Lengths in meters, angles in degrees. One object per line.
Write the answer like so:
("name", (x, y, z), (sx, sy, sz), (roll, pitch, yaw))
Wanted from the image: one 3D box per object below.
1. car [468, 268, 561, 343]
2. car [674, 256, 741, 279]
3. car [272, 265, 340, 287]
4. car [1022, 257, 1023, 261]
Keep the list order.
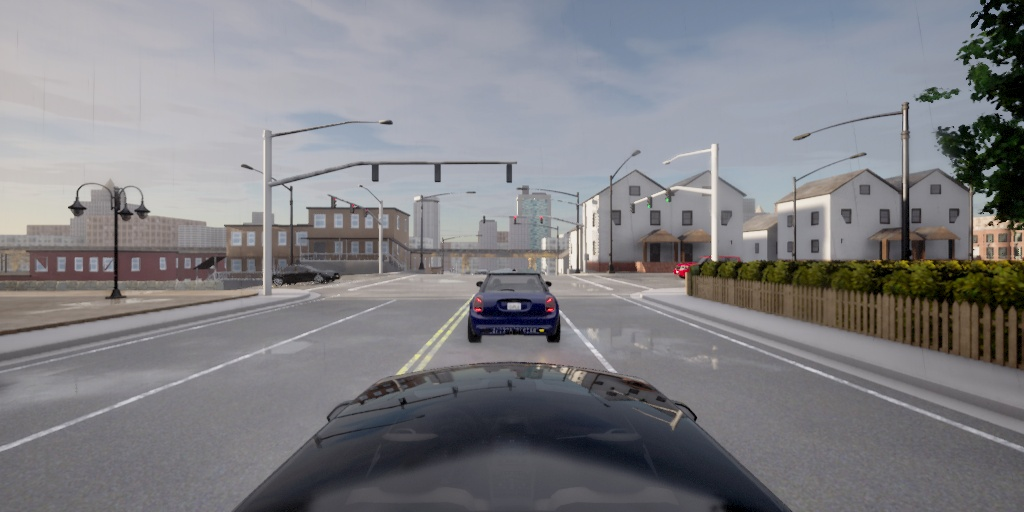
("car", (0.055, 1.113, 9.911), (2.097, 1.767, 4.553), (0, 0, 0))
("car", (17.043, 1.011, 31.028), (5.566, 2.045, 2.150), (0, 0, -1))
("car", (-15.541, 1.429, 26.831), (4.892, 1.490, 1.837), (-4, 0, -1))
("car", (42.785, 1.006, 27.741), (5.566, 2.045, 2.150), (0, 0, -1))
